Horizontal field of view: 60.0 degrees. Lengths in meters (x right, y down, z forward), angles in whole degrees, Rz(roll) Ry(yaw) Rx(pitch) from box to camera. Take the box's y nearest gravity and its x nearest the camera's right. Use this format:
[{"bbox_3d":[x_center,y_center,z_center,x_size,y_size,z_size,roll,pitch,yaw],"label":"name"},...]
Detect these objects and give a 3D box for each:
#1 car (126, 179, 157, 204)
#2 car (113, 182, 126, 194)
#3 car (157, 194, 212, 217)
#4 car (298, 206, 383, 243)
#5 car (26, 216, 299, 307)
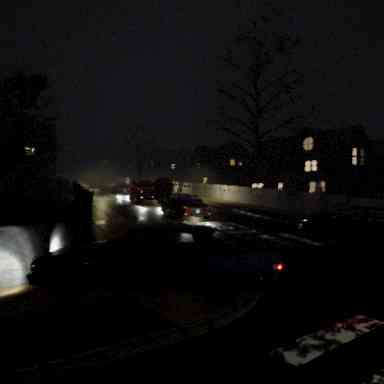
[{"bbox_3d":[-4.197,-0.093,30.183,2.150,2.045,5.566,1,3,-21],"label":"car"},{"bbox_3d":[-8.985,-0.529,42.650,2.128,1.511,4.902,1,3,-21],"label":"car"},{"bbox_3d":[-0.411,0.807,20.302,1.994,1.385,4.181,1,3,-22],"label":"car"},{"bbox_3d":[6.829,1.326,13.326,4.902,1.511,2.128,5,4,31],"label":"car"},{"bbox_3d":[-0.675,1.402,7.214,5.357,1.411,2.033,0,1,9],"label":"car"}]
